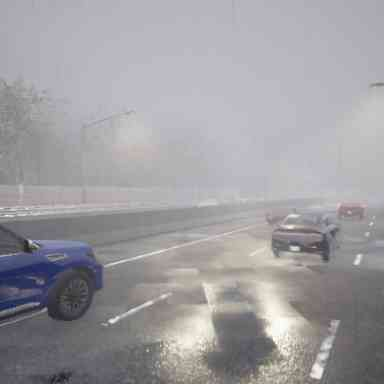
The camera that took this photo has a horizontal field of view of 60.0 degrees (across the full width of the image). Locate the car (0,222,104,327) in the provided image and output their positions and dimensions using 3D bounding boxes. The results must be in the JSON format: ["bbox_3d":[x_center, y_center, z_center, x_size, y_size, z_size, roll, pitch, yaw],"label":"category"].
[{"bbox_3d":[-3.900,1.318,5.018,2.150,2.045,5.566,-1,-1,30],"label":"car"}]

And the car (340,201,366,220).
[{"bbox_3d":[14.071,1.538,29.253,1.882,1.535,5.008,-1,-1,30],"label":"car"}]

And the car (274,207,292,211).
[{"bbox_3d":[6.914,1.707,23.818,1.895,1.301,4.718,-1,-1,30],"label":"car"}]

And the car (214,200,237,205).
[{"bbox_3d":[5.501,1.918,49.799,1.994,1.385,4.181,-1,-1,30],"label":"car"}]

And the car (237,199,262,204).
[{"bbox_3d":[8.935,1.792,48.768,2.128,1.511,4.902,-1,-1,30],"label":"car"}]

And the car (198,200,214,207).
[{"bbox_3d":[2.604,1.932,51.779,1.812,1.442,4.674,-1,-1,30],"label":"car"}]

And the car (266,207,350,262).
[{"bbox_3d":[4.399,1.539,12.425,2.128,1.511,4.902,-1,-1,30],"label":"car"}]
